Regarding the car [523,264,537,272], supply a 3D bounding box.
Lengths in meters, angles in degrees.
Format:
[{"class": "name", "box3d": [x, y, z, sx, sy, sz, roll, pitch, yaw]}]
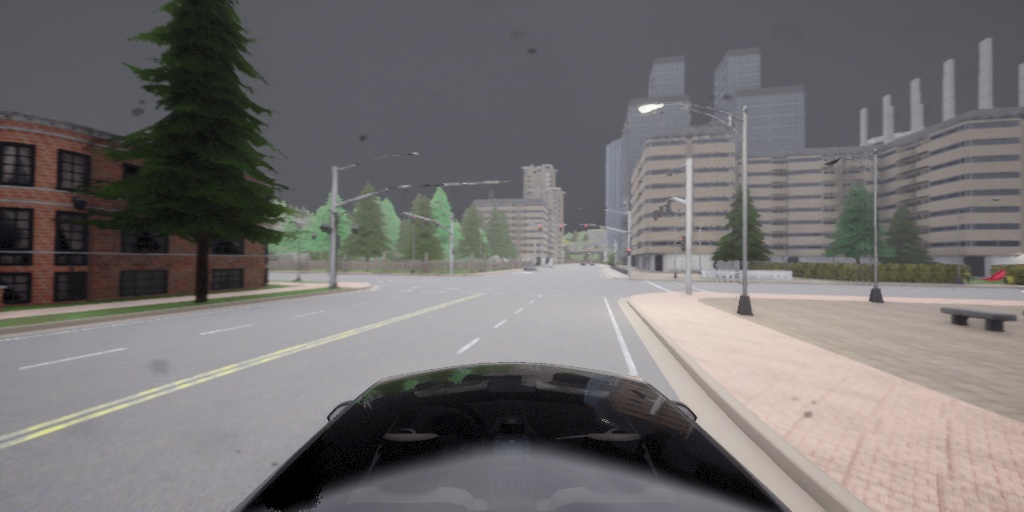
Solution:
[{"class": "car", "box3d": [3.243, 2.191, 64.978, 1.895, 1.301, 4.718, 0, -1, 13]}]
